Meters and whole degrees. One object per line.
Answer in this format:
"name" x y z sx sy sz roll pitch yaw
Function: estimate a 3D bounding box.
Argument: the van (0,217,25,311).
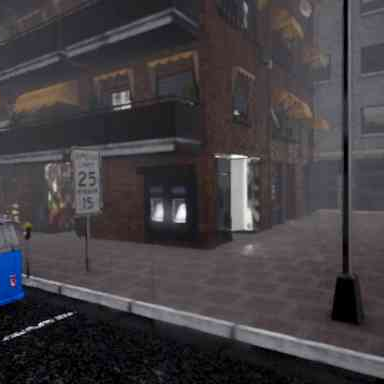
"van" -4.842 1.292 6.127 3.998 1.788 1.690 -1 3 33
